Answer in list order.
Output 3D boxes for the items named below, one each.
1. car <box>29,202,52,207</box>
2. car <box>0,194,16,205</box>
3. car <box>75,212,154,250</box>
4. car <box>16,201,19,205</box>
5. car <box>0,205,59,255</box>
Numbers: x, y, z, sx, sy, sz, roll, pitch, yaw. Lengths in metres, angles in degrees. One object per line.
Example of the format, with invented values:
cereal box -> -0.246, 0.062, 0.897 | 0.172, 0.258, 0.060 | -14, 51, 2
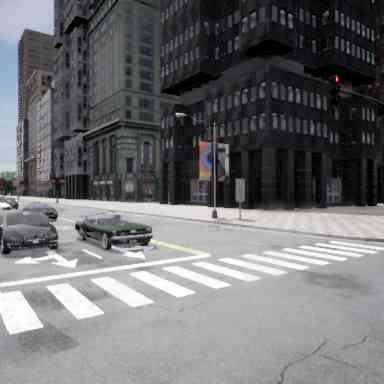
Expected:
car -> -12.342, 1.538, 26.956 | 2.033, 1.411, 5.357 | 0, 0, -35
car -> -15.417, 1.217, 25.672 | 2.150, 2.045, 5.566 | 0, 0, -35
car -> -3.530, 1.594, 14.554 | 1.895, 1.301, 4.718 | 0, 0, -35
car -> -23.986, 1.529, 43.511 | 1.837, 1.490, 4.892 | 0, 0, -35
car -> -6.909, 1.504, 13.696 | 1.837, 1.490, 4.892 | 0, 0, -35
